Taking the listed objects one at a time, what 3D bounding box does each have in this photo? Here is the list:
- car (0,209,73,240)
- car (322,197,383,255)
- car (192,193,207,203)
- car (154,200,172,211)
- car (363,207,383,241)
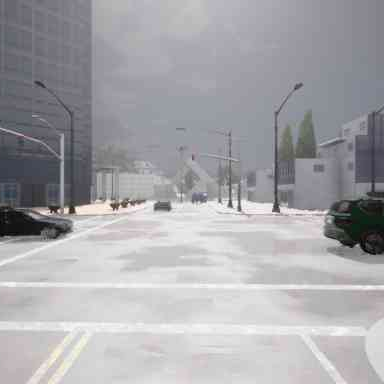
[{"bbox_3d":[-8.312,1.569,16.387,4.674,1.442,1.812,0,0,-5],"label":"car"},{"bbox_3d":[7.959,1.219,12.791,5.566,2.045,2.150,0,0,0],"label":"car"},{"bbox_3d":[1.517,1.221,69.570,2.150,2.045,5.566,0,0,15],"label":"car"},{"bbox_3d":[-3.615,1.601,41.563,1.895,1.301,4.718,0,0,0],"label":"car"},{"bbox_3d":[11.206,1.519,16.306,4.674,1.442,1.812,0,0,0],"label":"car"}]
